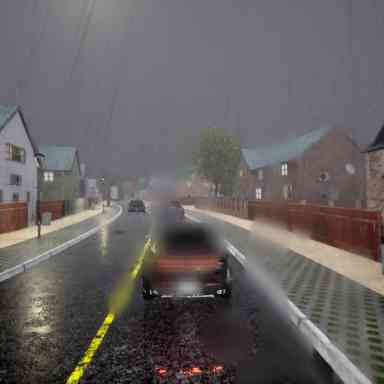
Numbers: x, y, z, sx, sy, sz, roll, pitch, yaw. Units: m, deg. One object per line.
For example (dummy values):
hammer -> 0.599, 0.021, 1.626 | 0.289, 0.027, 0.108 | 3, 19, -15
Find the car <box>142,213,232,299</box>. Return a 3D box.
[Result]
car -> -0.161, 1.516, 8.498 | 1.837, 1.490, 4.892 | 0, 0, -2

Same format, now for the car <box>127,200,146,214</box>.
car -> -6.256, 1.611, 37.597 | 1.882, 1.535, 5.008 | 0, 0, -10

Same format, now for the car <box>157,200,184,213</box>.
car -> -1.847, 1.435, 27.957 | 2.097, 1.767, 4.553 | 0, 0, -7
